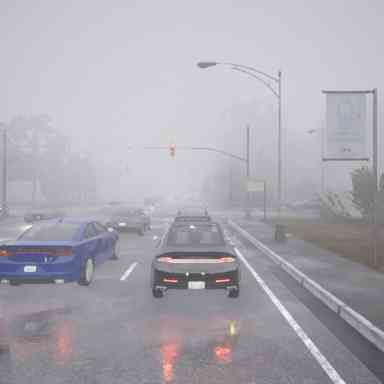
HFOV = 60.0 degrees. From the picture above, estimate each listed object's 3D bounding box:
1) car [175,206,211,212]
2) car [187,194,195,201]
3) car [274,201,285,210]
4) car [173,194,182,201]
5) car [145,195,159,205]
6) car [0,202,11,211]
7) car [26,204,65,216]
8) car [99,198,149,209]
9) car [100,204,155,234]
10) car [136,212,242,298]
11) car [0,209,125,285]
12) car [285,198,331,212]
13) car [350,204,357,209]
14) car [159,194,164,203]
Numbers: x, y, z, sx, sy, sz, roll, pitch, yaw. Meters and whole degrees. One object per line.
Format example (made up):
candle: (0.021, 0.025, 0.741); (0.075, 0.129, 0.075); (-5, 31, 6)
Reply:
car: (0.038, 1.478, 18.004); (1.882, 1.535, 5.008); (0, 0, 0)
car: (-0.302, 1.518, 85.713); (2.128, 1.511, 4.902); (0, 0, 0)
car: (12.852, 1.491, 41.701); (4.902, 1.511, 2.128); (0, 0, 3)
car: (-3.800, 1.471, 85.318); (1.882, 1.535, 5.008); (0, 0, 0)
car: (-7.278, 1.505, 56.623); (1.837, 1.490, 4.892); (0, 0, 0)
car: (-22.338, 1.351, 36.341); (4.553, 1.767, 2.097); (0, 0, 3)
car: (-10.761, 1.564, 24.784); (1.994, 1.385, 4.181); (0, 0, -7)
car: (-7.351, 1.601, 35.551); (4.718, 1.301, 1.895); (0, 0, 3)
car: (-3.463, 1.564, 18.504); (1.994, 1.385, 4.181); (0, 0, 0)
car: (0.073, 1.492, 8.508); (2.128, 1.511, 4.902); (0, 0, 0)
car: (-3.432, 1.478, 9.513); (1.882, 1.535, 5.008); (0, 0, 0)
car: (13.570, 1.526, 38.143); (4.674, 1.442, 1.812); (0, 0, 3)
car: (22.589, 1.543, 41.174); (5.357, 1.411, 2.033); (0, 0, 3)
car: (-7.261, 1.505, 65.991); (1.837, 1.490, 4.892); (0, 0, 0)
